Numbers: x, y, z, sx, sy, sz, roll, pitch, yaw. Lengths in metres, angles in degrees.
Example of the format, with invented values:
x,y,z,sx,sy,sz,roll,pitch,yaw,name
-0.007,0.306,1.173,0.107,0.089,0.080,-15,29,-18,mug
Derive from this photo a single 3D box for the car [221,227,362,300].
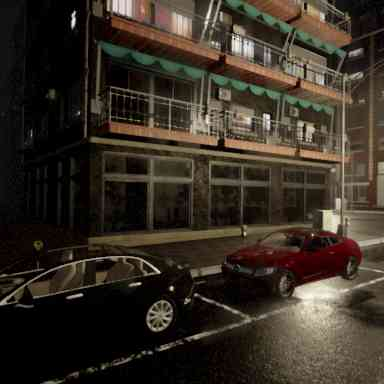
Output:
x,y,z,sx,sy,sz,roll,pitch,yaw,name
2.650,1.584,8.393,4.206,1.307,1.802,0,1,-35,car

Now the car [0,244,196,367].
x,y,z,sx,sy,sz,roll,pitch,yaw,name
-1.978,1.551,5.090,4.403,1.369,2.008,0,1,-35,car
